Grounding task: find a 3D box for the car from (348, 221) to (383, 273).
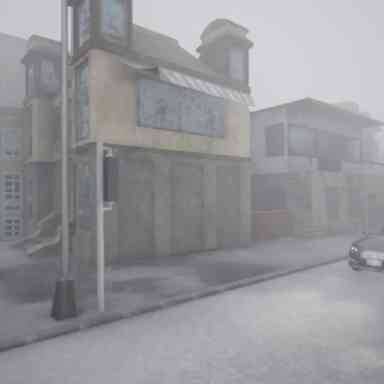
[{"bbox_3d":[6.620,1.585,10.236,4.902,1.511,2.128,0,-1,-40],"label":"car"}]
